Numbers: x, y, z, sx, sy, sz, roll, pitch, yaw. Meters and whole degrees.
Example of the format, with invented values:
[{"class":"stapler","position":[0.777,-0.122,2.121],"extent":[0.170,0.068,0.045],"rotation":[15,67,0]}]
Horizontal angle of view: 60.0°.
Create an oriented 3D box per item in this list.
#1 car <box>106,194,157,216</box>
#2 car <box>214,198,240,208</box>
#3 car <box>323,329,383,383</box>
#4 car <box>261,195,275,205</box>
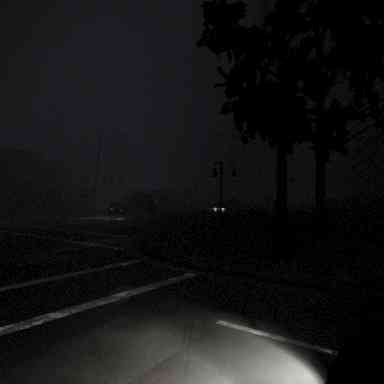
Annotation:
[{"class":"car","position":[-5.832,1.219,32.898],"extent":[2.150,2.045,5.566],"rotation":[0,0,34]},{"class":"car","position":[5.254,1.547,49.099],"extent":[2.033,1.411,5.357],"rotation":[0,0,34]},{"class":"car","position":[2.915,1.564,1.894],"extent":[4.181,1.385,1.994],"rotation":[0,0,36]},{"class":"car","position":[13.856,1.347,60.760],"extent":[2.097,1.767,4.553],"rotation":[0,0,7]}]
